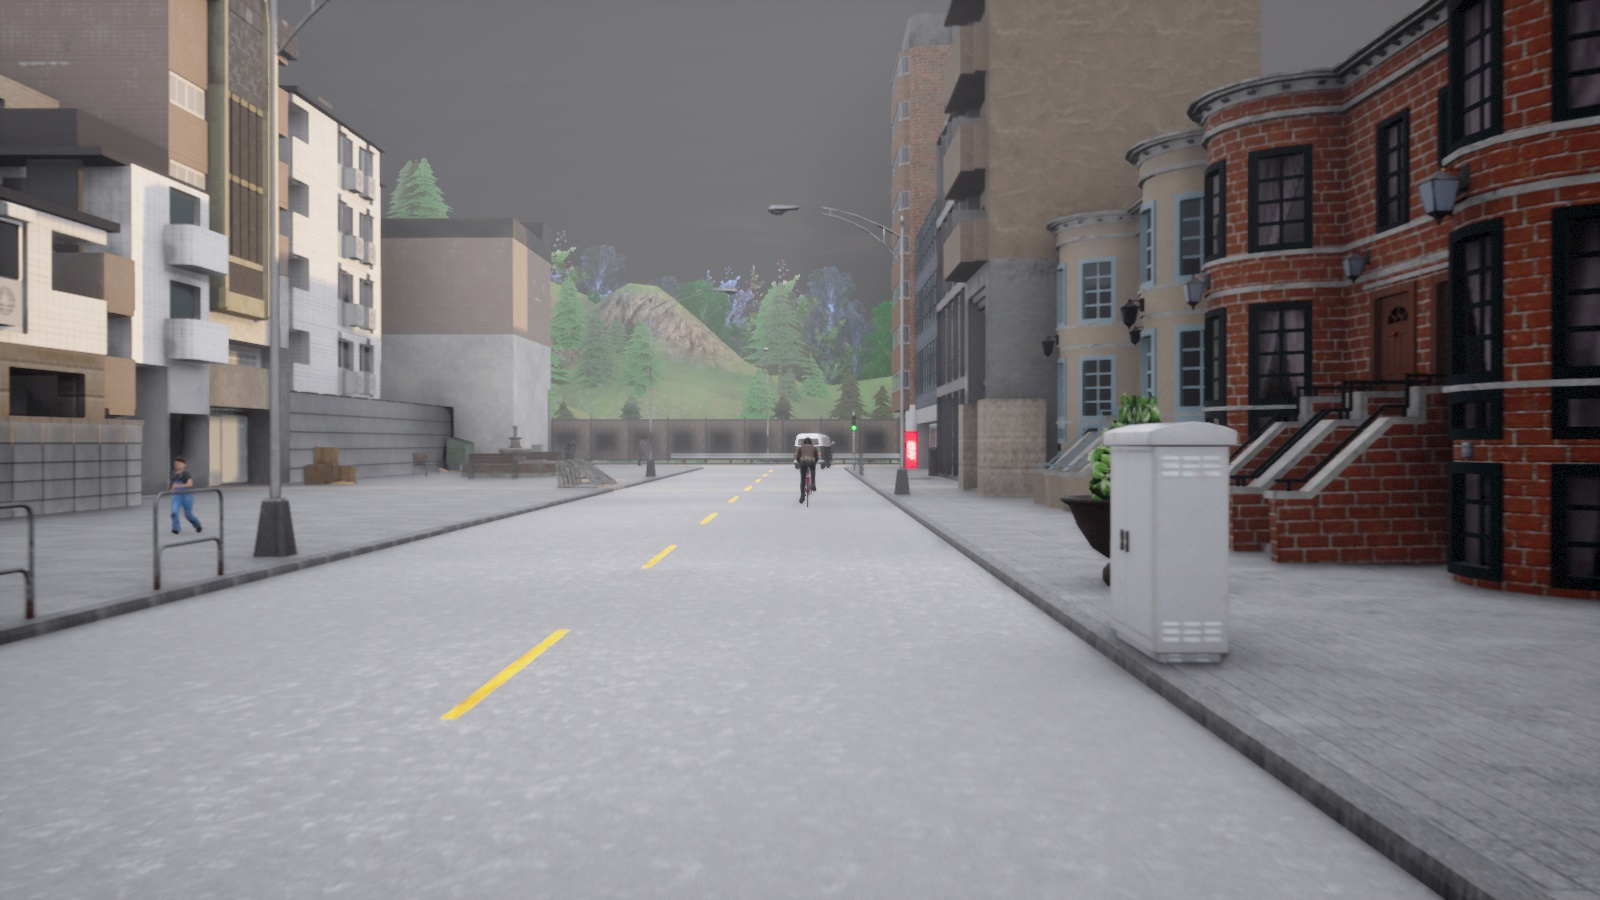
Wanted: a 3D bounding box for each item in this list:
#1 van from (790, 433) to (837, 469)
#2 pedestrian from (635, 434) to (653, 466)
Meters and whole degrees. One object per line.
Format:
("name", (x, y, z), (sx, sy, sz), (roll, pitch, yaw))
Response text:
("van", (0.831, 0.060, 72.906), (2.069, 2.038, 4.480), (-1, 0, 9))
("pedestrian", (-9.425, 0.010, 75.985), (0.873, 1.952, 0.659), (0, 0, 30))
